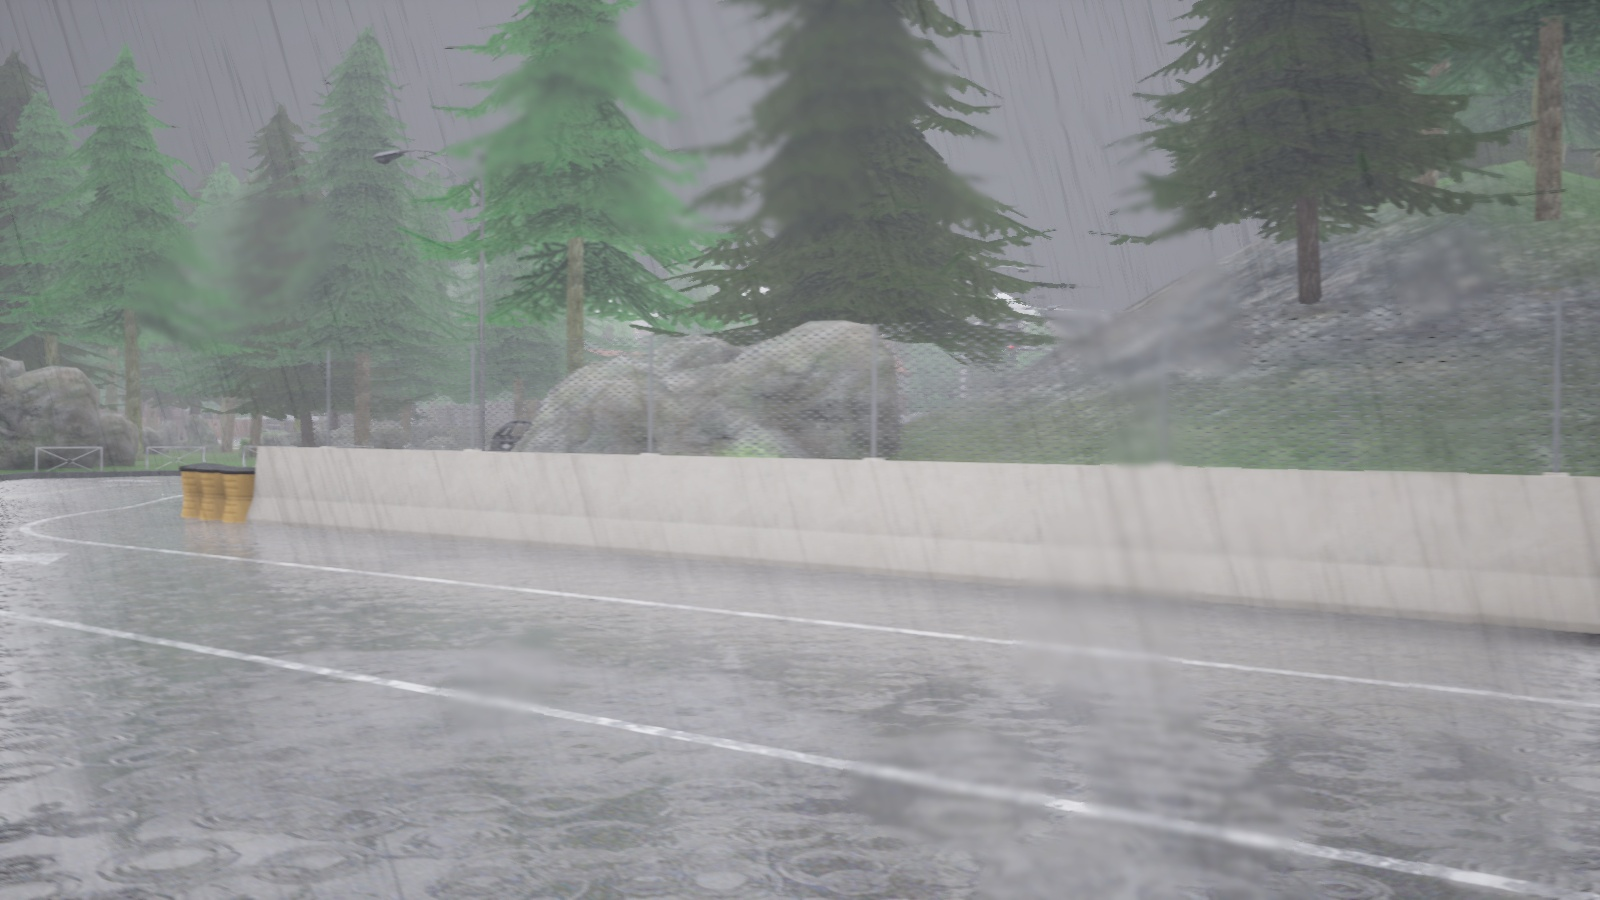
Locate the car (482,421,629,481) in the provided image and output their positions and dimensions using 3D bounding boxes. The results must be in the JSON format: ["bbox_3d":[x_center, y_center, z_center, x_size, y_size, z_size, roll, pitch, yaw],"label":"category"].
[{"bbox_3d":[-6.941,0.004,36.021,1.851,1.617,3.988,0,1,34],"label":"car"}]
